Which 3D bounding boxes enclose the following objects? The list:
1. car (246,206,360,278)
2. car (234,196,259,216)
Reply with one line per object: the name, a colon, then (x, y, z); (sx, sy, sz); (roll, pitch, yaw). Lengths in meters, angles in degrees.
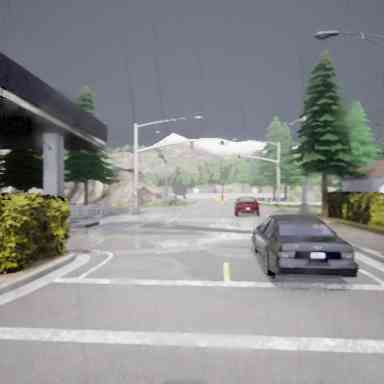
car: (2.827, 1.336, 9.385); (2.033, 1.411, 5.357); (0, 1, 5)
car: (4.526, 1.103, 27.631); (1.882, 1.535, 5.008); (0, 0, 7)
